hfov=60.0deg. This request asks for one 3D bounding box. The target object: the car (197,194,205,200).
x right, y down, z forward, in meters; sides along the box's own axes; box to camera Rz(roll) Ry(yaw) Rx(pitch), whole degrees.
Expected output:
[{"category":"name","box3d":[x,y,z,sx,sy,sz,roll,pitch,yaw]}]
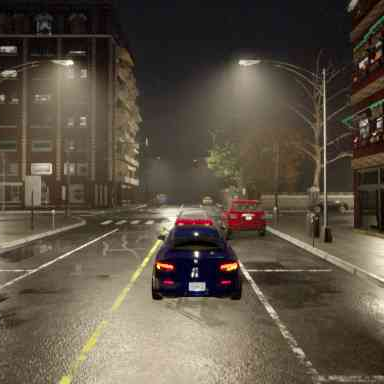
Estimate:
[{"category":"car","box3d":[2.619,1.396,94.975,2.192,1.841,5.009,1,0,0]}]

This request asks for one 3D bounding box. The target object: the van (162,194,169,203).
[{"category":"van","box3d":[-5.730,1.383,61.746,1.690,1.788,3.998,1,0,0]}]

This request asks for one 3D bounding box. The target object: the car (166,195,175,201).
[{"category":"car","box3d":[-5.760,1.624,89.439,2.008,1.369,4.403,1,0,0]}]

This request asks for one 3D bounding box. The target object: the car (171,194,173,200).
[{"category":"car","box3d":[-5.745,1.636,72.824,1.802,1.307,4.206,1,0,0]}]

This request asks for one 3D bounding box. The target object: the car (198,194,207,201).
[{"category":"car","box3d":[2.629,1.382,83.900,2.192,1.841,5.009,1,0,0]}]

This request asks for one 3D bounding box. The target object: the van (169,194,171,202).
[{"category":"van","box3d":[-5.735,1.389,67.285,1.690,1.788,3.998,1,0,0]}]

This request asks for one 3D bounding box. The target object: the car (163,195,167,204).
[{"category":"car","box3d":[-5.729,1.619,56.207,1.802,1.307,4.206,1,0,0]}]

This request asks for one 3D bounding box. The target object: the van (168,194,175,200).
[{"category":"van","box3d":[-5.762,1.422,94.978,1.690,1.788,3.998,1,0,0]}]

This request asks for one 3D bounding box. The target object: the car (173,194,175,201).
[{"category":"car","box3d":[-5.750,1.611,78.362,2.008,1.369,4.403,1,0,0]}]

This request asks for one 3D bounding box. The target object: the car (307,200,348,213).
[{"category":"car","box3d":[15.178,1.609,37.223,4.313,1.339,1.947,0,-1,0]}]

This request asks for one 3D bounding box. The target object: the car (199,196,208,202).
[{"category":"car","box3d":[2.630,1.626,78.362,1.947,1.339,4.313,1,0,0]}]

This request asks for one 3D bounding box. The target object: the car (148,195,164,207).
[{"category":"car","box3d":[-5.724,1.614,50.670,1.802,1.307,4.206,1,0,0]}]

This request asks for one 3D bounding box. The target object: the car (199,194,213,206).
[{"category":"car","box3d":[2.651,1.563,56.379,1.752,1.417,4.829,1,0,0]}]

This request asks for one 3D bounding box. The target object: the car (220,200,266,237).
[{"category":"car","box3d":[2.691,1.323,18.179,2.192,1.841,5.009,1,0,0]}]

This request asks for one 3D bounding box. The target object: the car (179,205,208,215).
[{"category":"car","box3d":[0.084,1.609,17.990,1.895,1.301,4.718,0,0,0]}]

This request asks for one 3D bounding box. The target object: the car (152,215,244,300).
[{"category":"car","box3d":[0.094,1.529,8.246,1.812,1.442,4.674,0,0,0]}]

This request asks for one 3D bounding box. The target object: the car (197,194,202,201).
[{"category":"car","box3d":[2.636,1.604,72.823,2.008,1.369,4.403,1,0,0]}]
